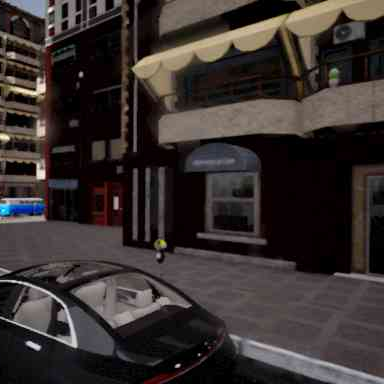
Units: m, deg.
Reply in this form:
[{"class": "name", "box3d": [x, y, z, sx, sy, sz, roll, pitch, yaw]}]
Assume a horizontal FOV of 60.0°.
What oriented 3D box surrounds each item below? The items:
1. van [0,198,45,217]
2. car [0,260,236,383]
[{"class": "van", "box3d": [-15.956, 1.489, 31.652, 1.690, 1.788, 3.998, -1, -2, 35]}, {"class": "car", "box3d": [-1.621, 1.526, 4.022, 4.403, 1.369, 2.008, 0, 0, 35]}]
